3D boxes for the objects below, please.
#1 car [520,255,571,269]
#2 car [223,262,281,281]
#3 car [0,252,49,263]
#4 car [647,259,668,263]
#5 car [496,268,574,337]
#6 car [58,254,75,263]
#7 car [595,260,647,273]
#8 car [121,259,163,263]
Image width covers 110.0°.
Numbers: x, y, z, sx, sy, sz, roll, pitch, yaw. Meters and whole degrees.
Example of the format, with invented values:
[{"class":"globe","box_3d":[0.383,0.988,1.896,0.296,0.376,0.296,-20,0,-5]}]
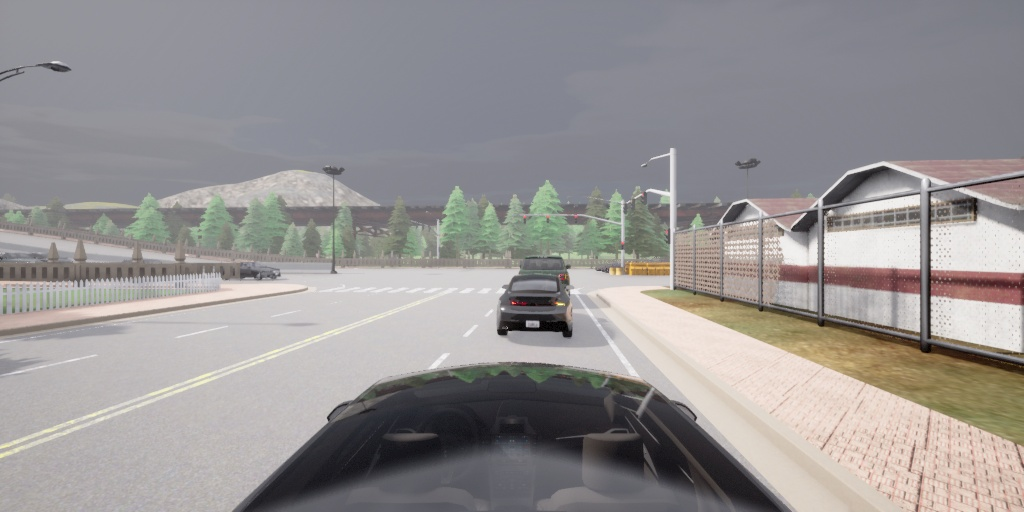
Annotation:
[{"class":"car","box_3d":[1.484,0.971,16.323,2.150,2.045,5.566,0,0,7]},{"class":"car","box_3d":[-21.915,1.239,29.927,4.902,1.511,2.128,0,0,5]},{"class":"car","box_3d":[-43.838,0.460,31.541,4.553,1.767,2.097,4,0,4]},{"class":"car","box_3d":[17.437,1.241,44.902,4.902,1.511,2.128,0,0,4]},{"class":"car","box_3d":[0.717,1.255,10.313,1.837,1.490,4.892,0,0,6]},{"class":"car","box_3d":[-45.677,0.449,35.202,4.892,1.490,1.837,5,0,5]},{"class":"car","box_3d":[12.430,1.297,41.748,5.357,1.411,2.033,0,0,4]},{"class":"car","box_3d":[-31.000,1.051,30.593,4.553,1.767,2.097,1,0,4]}]
